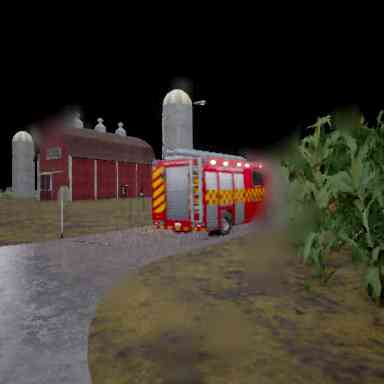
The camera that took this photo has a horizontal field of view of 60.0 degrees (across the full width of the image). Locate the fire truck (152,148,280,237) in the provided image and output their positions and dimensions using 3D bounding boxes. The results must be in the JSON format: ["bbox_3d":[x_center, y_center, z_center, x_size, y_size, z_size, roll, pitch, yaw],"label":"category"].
[{"bbox_3d":[1.753,-0.017,17.135,2.891,3.827,8.468,-1,1,36],"label":"fire truck"}]
